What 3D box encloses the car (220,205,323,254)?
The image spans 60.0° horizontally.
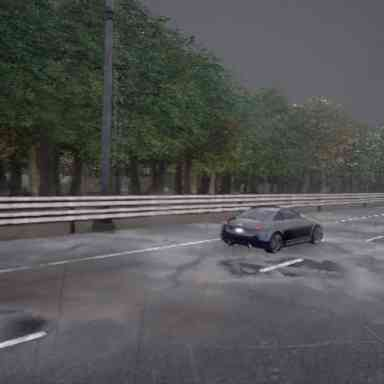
[{"bbox_3d":[2.932,1.173,11.769,4.181,1.385,1.994,0,3,-44],"label":"car"}]
